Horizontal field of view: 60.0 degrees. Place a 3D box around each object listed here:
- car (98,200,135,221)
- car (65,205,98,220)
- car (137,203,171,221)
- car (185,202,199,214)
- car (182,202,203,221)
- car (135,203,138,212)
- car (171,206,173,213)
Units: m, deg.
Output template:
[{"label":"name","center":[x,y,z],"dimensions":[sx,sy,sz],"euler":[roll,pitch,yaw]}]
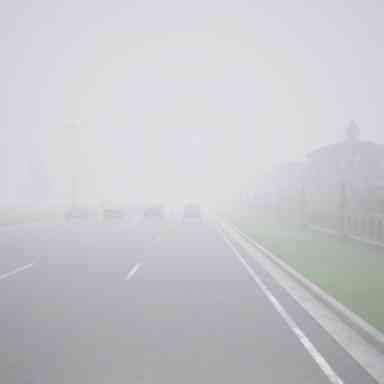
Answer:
[{"label":"car","center":[-6.994,1.835,31.371],"dimensions":[1.882,1.535,5.008],"euler":[0,-1,0]},{"label":"car","center":[-10.494,1.925,31.736],"dimensions":[1.994,1.385,4.181],"euler":[0,-1,0]},{"label":"car","center":[-3.493,1.851,31.515],"dimensions":[2.128,1.511,4.902],"euler":[0,-1,0]},{"label":"car","center":[0.018,2.014,42.909],"dimensions":[1.812,1.442,4.674],"euler":[0,0,0]},{"label":"car","center":[0.006,1.905,31.351],"dimensions":[2.033,1.411,5.357],"euler":[0,-1,0]},{"label":"car","center":[-6.983,2.051,42.745],"dimensions":[1.994,1.385,4.181],"euler":[0,-1,0]},{"label":"car","center":[-3.483,2.088,42.841],"dimensions":[1.895,1.301,4.718],"euler":[0,-1,0]}]
